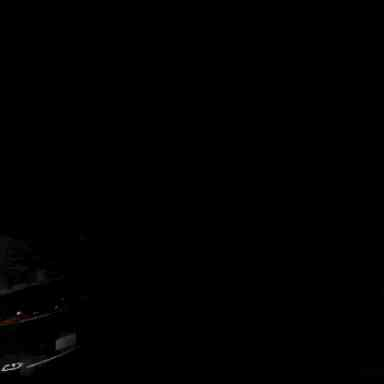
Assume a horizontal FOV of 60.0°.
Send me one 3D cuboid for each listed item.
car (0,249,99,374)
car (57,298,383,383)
[{"bbox_3d":[-3.314,1.608,5.324,4.403,1.369,2.008,-1,0,35],"label":"car"},{"bbox_3d":[1.207,1.583,2.100,4.206,1.307,1.802,-1,0,35],"label":"car"}]
